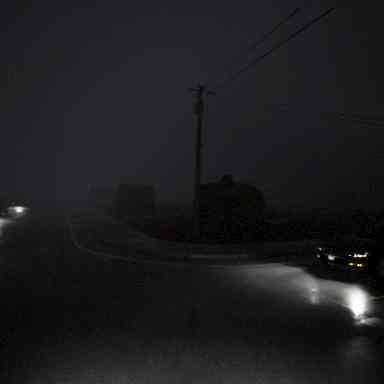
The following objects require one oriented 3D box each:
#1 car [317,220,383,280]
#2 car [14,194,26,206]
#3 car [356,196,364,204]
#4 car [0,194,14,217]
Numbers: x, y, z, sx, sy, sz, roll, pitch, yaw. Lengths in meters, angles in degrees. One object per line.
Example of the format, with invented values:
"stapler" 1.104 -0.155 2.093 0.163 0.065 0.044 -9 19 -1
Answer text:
"car" 6.136 1.665 10.379 4.892 1.490 1.837 1 0 -24
"car" -20.340 0.869 38.348 1.895 1.301 4.718 2 0 -22
"car" 36.499 1.892 74.739 3.866 1.878 1.905 0 5 22
"car" -15.072 0.946 25.069 1.882 1.535 5.008 2 0 -21
